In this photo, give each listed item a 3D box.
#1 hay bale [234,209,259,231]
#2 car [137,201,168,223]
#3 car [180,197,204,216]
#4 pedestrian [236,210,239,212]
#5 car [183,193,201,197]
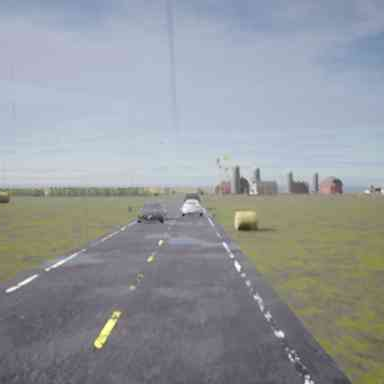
[{"bbox_3d":[3.127,1.610,19.266,1.220,1.180,1.240,1,1,0],"label":"hay bale"},{"bbox_3d":[-2.852,1.447,24.613,1.837,1.490,4.892,0,0,0],"label":"car"},{"bbox_3d":[0.035,1.453,31.017,1.812,1.442,4.674,0,0,1],"label":"car"},{"bbox_3d":[2.822,1.624,20.384,0.500,1.100,0.500,-1,1,1],"label":"pedestrian"},{"bbox_3d":[0.018,1.124,43.246,2.150,2.045,5.566,0,1,0],"label":"car"}]
